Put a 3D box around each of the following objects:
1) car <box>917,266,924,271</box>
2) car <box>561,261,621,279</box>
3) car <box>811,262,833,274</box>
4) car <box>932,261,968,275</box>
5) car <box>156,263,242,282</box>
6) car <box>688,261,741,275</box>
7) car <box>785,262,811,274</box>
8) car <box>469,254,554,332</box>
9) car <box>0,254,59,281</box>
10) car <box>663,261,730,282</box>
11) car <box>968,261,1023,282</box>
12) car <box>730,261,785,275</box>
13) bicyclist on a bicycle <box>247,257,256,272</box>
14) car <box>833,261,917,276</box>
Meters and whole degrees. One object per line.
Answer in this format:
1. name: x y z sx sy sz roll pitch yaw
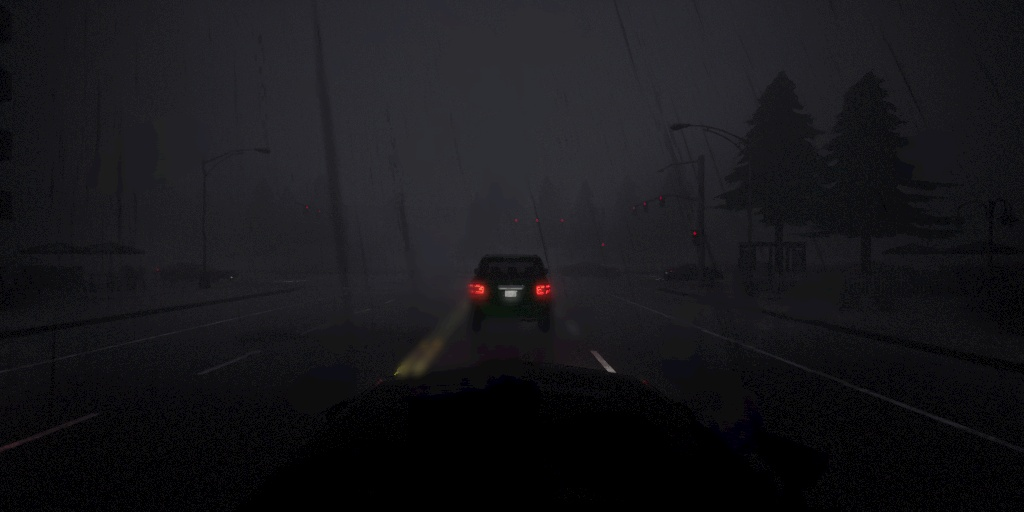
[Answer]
1. car: 39.727 1.295 37.662 4.718 1.301 1.895 0 0 7
2. car: 6.780 1.190 30.869 5.008 1.535 1.882 0 0 -1
3. car: 32.691 1.242 34.680 5.357 1.411 2.033 0 0 1
4. car: 42.803 1.186 33.619 4.902 1.511 2.128 0 0 13
5. car: -23.407 1.295 27.102 4.718 1.301 1.895 0 0 -1
6. car: 21.491 1.220 38.176 4.674 1.442 1.812 0 0 0
7. car: 30.596 1.295 38.184 4.718 1.301 1.895 0 0 1
8. car: -0.022 0.971 11.024 2.150 2.045 5.566 0 0 0
9. car: -37.413 0.912 26.786 5.566 2.045 2.150 1 0 -5
10. car: 13.806 1.258 27.434 4.181 1.385 1.994 0 0 -1
11. car: 38.625 1.172 27.148 5.008 1.535 1.882 0 0 6
12. car: 22.940 1.186 34.681 4.902 1.511 2.128 0 0 0
13. bicyclist on a bicycle: -30.106 0.995 41.533 0.582 1.620 1.656 0 0 -1
14. car: 31.353 1.199 31.061 4.892 1.490 1.837 0 0 0
